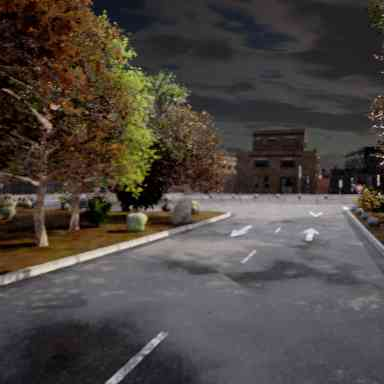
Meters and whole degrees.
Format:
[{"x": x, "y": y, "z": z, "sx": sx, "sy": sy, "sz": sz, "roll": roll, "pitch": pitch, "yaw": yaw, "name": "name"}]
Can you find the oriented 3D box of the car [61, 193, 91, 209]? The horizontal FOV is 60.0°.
[{"x": -11.018, "y": 0.809, "z": 32.876, "sx": 4.674, "sy": 1.442, "sz": 1.812, "roll": 1, "pitch": 2, "yaw": 31, "name": "car"}]
